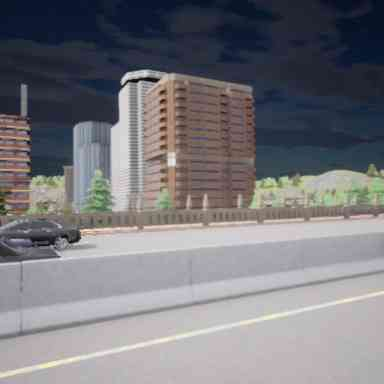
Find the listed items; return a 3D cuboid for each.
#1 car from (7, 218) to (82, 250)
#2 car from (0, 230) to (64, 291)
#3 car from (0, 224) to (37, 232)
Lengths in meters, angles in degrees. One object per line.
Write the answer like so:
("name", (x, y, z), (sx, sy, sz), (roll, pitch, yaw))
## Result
("car", (-7.729, 2.015, 15.571), (4.892, 1.490, 1.837), (0, -2, -27))
("car", (-5.991, 1.911, 8.610), (4.718, 1.301, 1.895), (0, -2, -27))
("car", (-8.083, 2.013, 11.475), (4.718, 1.301, 1.895), (0, -2, -27))
